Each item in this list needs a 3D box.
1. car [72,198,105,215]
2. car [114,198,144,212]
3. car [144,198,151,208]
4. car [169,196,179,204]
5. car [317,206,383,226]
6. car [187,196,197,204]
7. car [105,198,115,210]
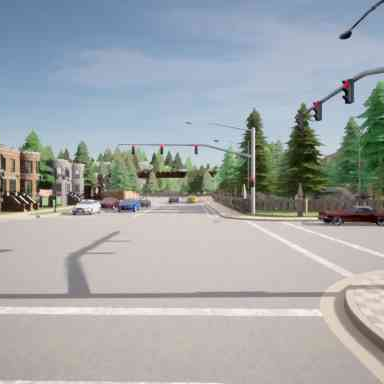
[{"bbox_3d":[-10.655,1.526,33.968,1.812,1.442,4.674,0,0,0],"label":"car"},{"bbox_3d":[-7.161,1.477,38.307,1.882,1.535,5.008,0,0,0],"label":"car"},{"bbox_3d":[-7.150,1.564,48.295,1.994,1.385,4.181,0,0,0],"label":"car"},{"bbox_3d":[-3.515,1.491,64.909,2.128,1.511,4.902,0,0,0],"label":"car"},{"bbox_3d":[11.149,1.601,22.840,4.718,1.301,1.895,0,0,2],"label":"car"},{"bbox_3d":[-0.012,1.477,64.859,1.882,1.535,5.008,0,0,0],"label":"car"},{"bbox_3d":[-10.662,1.477,43.021,1.882,1.535,5.008,0,0,0],"label":"car"}]
